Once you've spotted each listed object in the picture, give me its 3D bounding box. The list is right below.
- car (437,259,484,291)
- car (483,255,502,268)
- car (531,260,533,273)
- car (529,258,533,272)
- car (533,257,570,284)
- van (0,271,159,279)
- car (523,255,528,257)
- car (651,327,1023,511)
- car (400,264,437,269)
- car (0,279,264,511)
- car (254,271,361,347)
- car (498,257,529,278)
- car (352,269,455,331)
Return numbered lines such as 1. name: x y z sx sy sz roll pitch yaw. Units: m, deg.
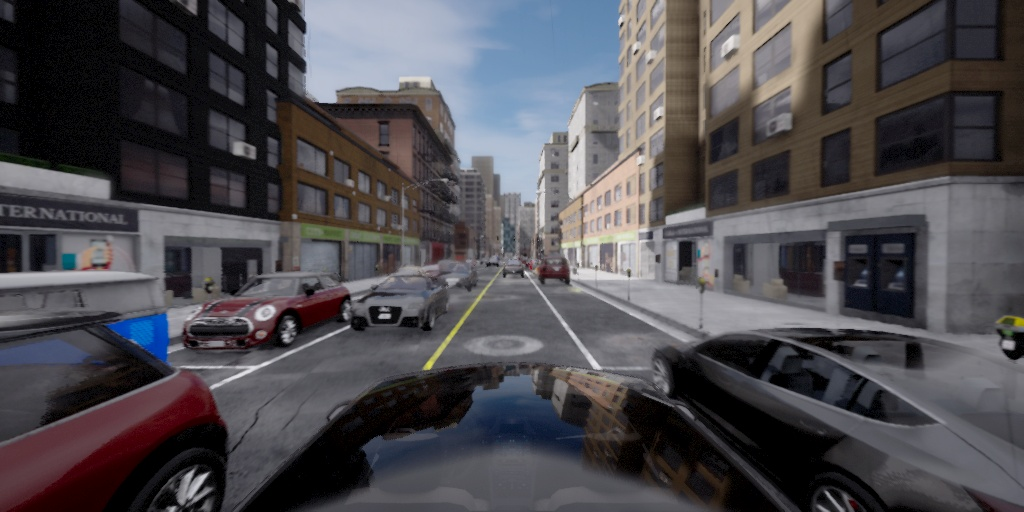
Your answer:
1. car: -3.040 1.144 20.804 2.128 1.511 4.902 0 0 0
2. car: -2.995 1.005 56.571 1.882 1.535 5.008 0 0 1
3. car: 2.887 1.141 31.023 1.751 1.417 4.829 0 0 0
4. car: 2.893 1.146 36.349 2.007 1.370 4.403 0 0 0
5. car: 2.881 0.953 25.357 2.192 1.841 5.009 0 0 0
6. van: -5.670 1.076 3.380 1.690 1.789 3.998 0 0 0
7. car: 2.912 0.983 52.839 1.967 1.591 4.097 0 0 0
8. car: 2.855 1.309 3.371 1.948 1.339 4.313 0 0 0
9. car: -5.652 1.179 19.699 1.751 1.417 4.829 0 0 0
10. car: -3.100 1.105 0.643 2.097 1.767 4.553 0 0 0
11. car: -5.664 1.146 8.877 1.967 1.591 4.097 0 0 0
12. car: 0.132 1.101 32.047 2.128 1.511 4.902 0 0 0
13. car: -3.092 1.264 10.674 1.994 1.385 4.181 0 0 -1
